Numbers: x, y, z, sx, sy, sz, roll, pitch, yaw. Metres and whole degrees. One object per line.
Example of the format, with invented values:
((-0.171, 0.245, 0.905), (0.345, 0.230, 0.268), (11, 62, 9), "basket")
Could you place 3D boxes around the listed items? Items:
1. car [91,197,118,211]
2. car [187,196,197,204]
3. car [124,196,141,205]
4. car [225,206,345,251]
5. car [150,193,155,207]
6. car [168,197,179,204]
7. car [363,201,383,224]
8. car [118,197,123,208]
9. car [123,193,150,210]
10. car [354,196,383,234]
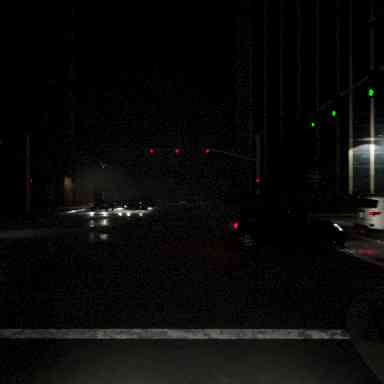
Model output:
((-10.617, 1.526, 39.890), (1.812, 1.442, 4.674), (0, 0, 0), "car")
((-0.062, 1.525, 64.957), (1.812, 1.442, 4.674), (0, 0, 0), "car")
((-10.608, 1.491, 59.342), (2.128, 1.511, 4.902), (0, 0, 0), "car")
((3.692, 1.352, 13.497), (4.553, 1.767, 2.097), (0, 0, -1), "car")
((-7.136, 1.221, 52.900), (2.150, 2.045, 5.566), (0, 0, 0), "car")
((-3.562, 1.601, 65.523), (1.895, 1.301, 4.718), (0, 0, 0), "car")
((15.460, 1.478, 24.329), (5.008, 1.535, 1.882), (0, 0, -1), "car")
((-10.639, 1.491, 49.159), (2.128, 1.511, 4.902), (0, 0, 0), "car")
((-7.139, 1.352, 43.399), (2.097, 1.767, 4.553), (0, 0, 0), "car")
((11.354, 1.221, 17.082), (5.566, 2.045, 2.150), (0, 0, -1), "car")
